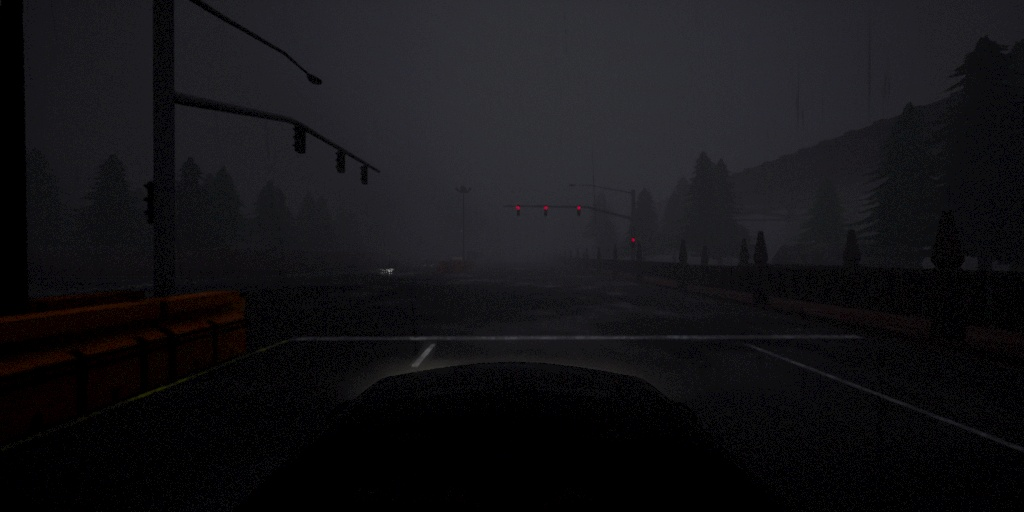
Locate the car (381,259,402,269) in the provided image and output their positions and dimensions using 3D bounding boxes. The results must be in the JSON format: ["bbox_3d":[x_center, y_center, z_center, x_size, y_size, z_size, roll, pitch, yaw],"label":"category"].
[{"bbox_3d":[-17.524,1.143,52.152,2.128,1.511,4.902,0,1,0],"label":"car"}]
